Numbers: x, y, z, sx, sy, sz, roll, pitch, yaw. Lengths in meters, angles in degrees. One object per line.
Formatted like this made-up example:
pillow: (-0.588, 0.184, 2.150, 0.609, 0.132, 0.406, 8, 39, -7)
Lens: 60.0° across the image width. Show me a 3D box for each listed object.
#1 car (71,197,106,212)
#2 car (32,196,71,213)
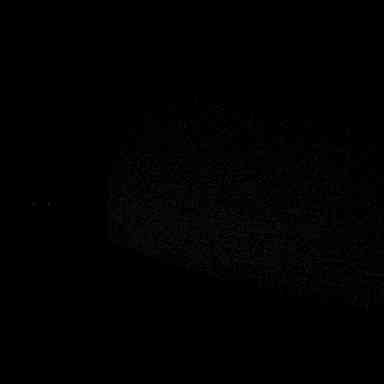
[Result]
car: (-12.131, 1.572, 38.454, 2.033, 1.411, 5.357, 0, 0, 5)
car: (-15.660, 1.339, 36.901, 2.097, 1.767, 4.553, 1, 0, 3)
